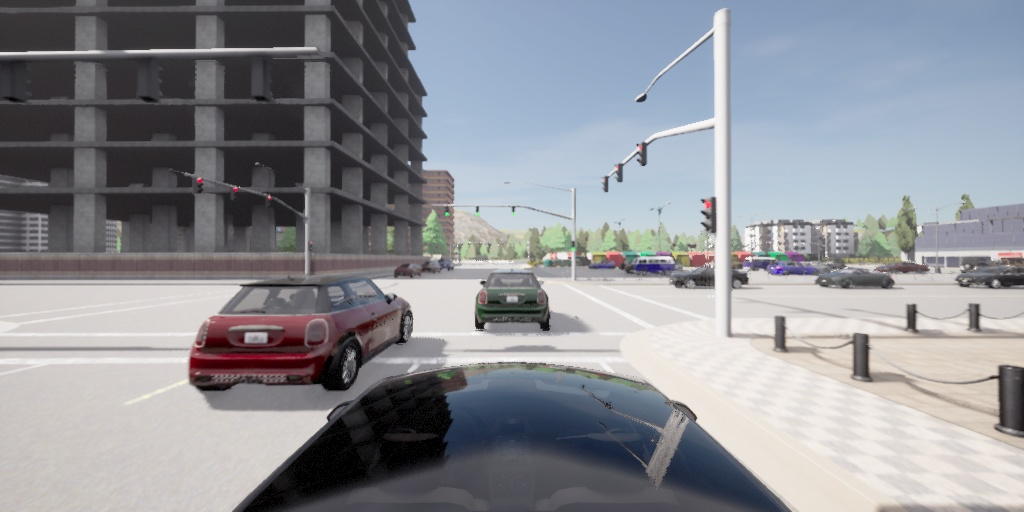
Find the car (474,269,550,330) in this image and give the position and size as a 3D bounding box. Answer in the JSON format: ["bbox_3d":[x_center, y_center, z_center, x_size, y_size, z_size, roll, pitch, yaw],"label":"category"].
[{"bbox_3d":[-0.006,1.193,11.683,2.097,1.767,4.553,0,-1,0],"label":"car"}]

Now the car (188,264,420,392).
[{"bbox_3d":[-3.470,1.144,6.976,2.097,1.767,4.553,0,-1,0],"label":"car"}]

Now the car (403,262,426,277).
[{"bbox_3d":[-10.860,1.473,37.769,1.882,1.535,5.008,0,0,0],"label":"car"}]

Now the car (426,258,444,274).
[{"bbox_3d":[-10.839,1.412,47.528,2.097,1.767,4.553,0,0,0],"label":"car"}]

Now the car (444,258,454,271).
[{"bbox_3d":[-10.783,1.351,57.900,2.150,2.045,5.566,0,0,0],"label":"car"}]

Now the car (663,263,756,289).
[{"bbox_3d":[13.382,1.430,24.535,5.008,1.535,1.882,0,0,0],"label":"car"}]

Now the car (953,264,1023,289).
[{"bbox_3d":[33.266,1.448,24.421,4.892,1.490,1.837,0,0,1],"label":"car"}]

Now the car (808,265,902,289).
[{"bbox_3d":[23.297,1.512,24.477,4.181,1.385,1.994,0,0,1],"label":"car"}]
